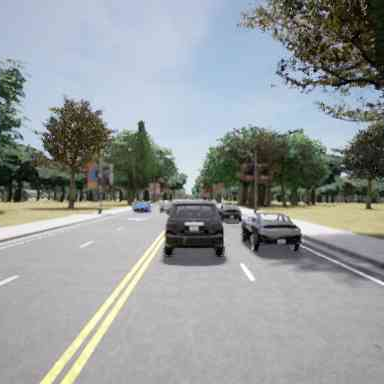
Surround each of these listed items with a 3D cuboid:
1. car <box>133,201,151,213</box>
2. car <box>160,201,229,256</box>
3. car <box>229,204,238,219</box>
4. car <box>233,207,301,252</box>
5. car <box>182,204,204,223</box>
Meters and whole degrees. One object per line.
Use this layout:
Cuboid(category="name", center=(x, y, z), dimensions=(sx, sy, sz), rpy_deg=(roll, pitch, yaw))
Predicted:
Cuboid(category="car", center=(-6.598, 2.007, 44.391), dimensions=(1.882, 1.535, 5.008), rpy_deg=(0, -1, 0))
Cuboid(category="car", center=(0.084, 1.370, 13.891), dimensions=(2.150, 2.045, 5.566), rpy_deg=(0, -1, 0))
Cuboid(category="car", center=(3.331, 1.848, 30.064), dimensions=(1.837, 1.490, 4.892), rpy_deg=(0, -1, 0))
Cuboid(category="car", center=(3.333, 1.651, 14.759), dimensions=(2.128, 1.511, 4.902), rpy_deg=(0, -1, 0))
Cuboid(category="car", center=(0.081, 1.848, 30.044), dimensions=(1.837, 1.490, 4.892), rpy_deg=(0, -1, 0))
